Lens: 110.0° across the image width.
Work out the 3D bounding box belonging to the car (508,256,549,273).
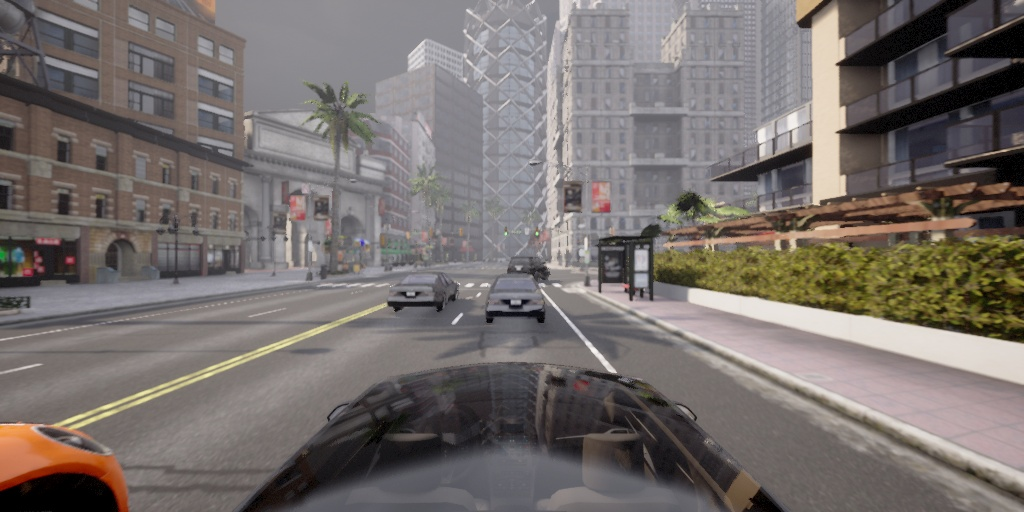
[{"bbox_3d":[1.366,1.035,28.514,2.150,2.045,5.566,-1,0,19],"label":"car"}]

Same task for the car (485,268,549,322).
[{"bbox_3d":[0.100,1.323,12.356,2.033,1.411,5.357,0,0,0],"label":"car"}]

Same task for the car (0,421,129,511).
[{"bbox_3d":[-3.372,1.097,0.247,2.097,1.767,4.553,0,0,0],"label":"car"}]

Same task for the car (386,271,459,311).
[{"bbox_3d":[-3.399,1.328,14.552,2.033,1.411,5.357,0,0,0],"label":"car"}]
